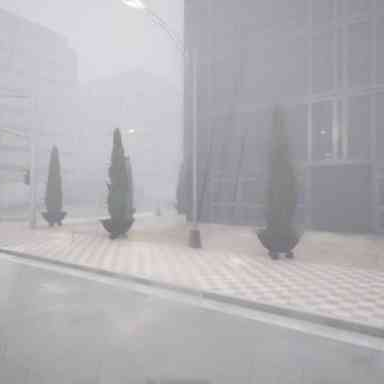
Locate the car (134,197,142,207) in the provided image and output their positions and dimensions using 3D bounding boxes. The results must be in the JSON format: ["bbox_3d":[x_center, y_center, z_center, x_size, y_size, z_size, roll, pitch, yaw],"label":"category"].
[{"bbox_3d":[-9.587,1.457,49.846,2.128,1.511,4.902,0,0,35],"label":"car"}]

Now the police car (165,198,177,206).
[{"bbox_3d":[-2.328,1.479,53.917,2.038,1.542,4.974,0,0,35],"label":"police car"}]
